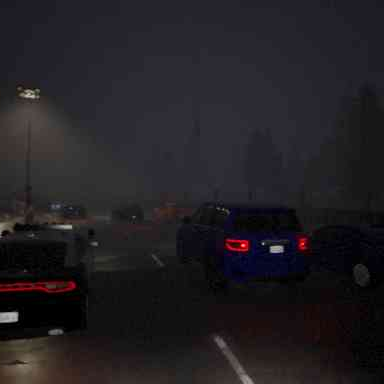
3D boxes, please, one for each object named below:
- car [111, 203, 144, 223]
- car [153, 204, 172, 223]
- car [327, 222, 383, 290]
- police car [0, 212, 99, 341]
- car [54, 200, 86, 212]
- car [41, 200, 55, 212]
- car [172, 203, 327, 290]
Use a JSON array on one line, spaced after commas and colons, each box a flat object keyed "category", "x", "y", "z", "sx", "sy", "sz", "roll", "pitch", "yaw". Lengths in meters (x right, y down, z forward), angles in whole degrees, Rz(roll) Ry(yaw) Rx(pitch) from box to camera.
[{"category": "car", "x": -5.366, "y": 1.656, "z": 27.214, "sx": 2.128, "sy": 1.511, "sz": 4.902, "roll": 1, "pitch": -1, "yaw": -25}, {"category": "car", "x": -1.719, "y": 1.691, "z": 27.637, "sx": 1.882, "sy": 1.535, "sz": 5.008, "roll": 1, "pitch": -1, "yaw": -24}, {"category": "car", "x": 4.666, "y": 1.619, "z": 9.679, "sx": 1.882, "sy": 1.535, "sz": 5.008, "roll": 1, "pitch": -1, "yaw": -14}, {"category": "police car", "x": -3.031, "y": 1.447, "z": 6.858, "sx": 1.930, "sy": 1.638, "sz": 5.238, "roll": 1, "pitch": 0, "yaw": -14}, {"category": "car", "x": -11.101, "y": 1.616, "z": 30.890, "sx": 2.128, "sy": 1.511, "sz": 4.902, "roll": 1, "pitch": -1, "yaw": -28}, {"category": "car", "x": -16.712, "y": 1.679, "z": 40.108, "sx": 2.033, "sy": 1.411, "sz": 5.357, "roll": 1, "pitch": -1, "yaw": -34}, {"category": "car", "x": 1.101, "y": 1.317, "z": 9.621, "sx": 2.150, "sy": 2.045, "sz": 5.566, "roll": 1, "pitch": -1, "yaw": -15}]
